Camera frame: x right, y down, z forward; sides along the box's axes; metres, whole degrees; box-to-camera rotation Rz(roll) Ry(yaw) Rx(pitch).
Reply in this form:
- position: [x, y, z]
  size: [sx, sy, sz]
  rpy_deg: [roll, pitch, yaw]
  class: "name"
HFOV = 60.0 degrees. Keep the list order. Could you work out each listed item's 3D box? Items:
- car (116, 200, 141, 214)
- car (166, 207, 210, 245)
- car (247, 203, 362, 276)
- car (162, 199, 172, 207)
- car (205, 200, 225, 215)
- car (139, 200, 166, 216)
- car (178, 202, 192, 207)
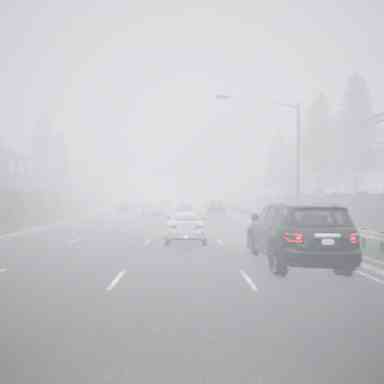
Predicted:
- position: [-7.943, 1.860, 40.480]
  size: [2.033, 1.411, 5.357]
  rpy_deg: [1, -1, -1]
  class: "car"
- position: [-0.301, 1.680, 16.395]
  size: [1.812, 1.442, 4.674]
  rpy_deg: [1, 0, -1]
  class: "car"
- position: [3.325, 1.358, 10.958]
  size: [2.150, 2.045, 5.566]
  rpy_deg: [1, -1, -1]
  class: "car"
- position: [-4.834, 2.028, 62.372]
  size: [1.882, 1.535, 5.008]
  rpy_deg: [1, -1, -1]
  class: "car"
- position: [2.687, 1.753, 39.290]
  size: [2.097, 1.767, 4.553]
  rpy_deg: [1, -1, -1]
  class: "car"
- position: [-4.245, 1.907, 36.109]
  size: [1.895, 1.301, 4.718]
  rpy_deg: [1, -1, -1]
  class: "car"
- position: [-0.927, 2.016, 44.257]
  size: [1.895, 1.301, 4.718]
  rpy_deg: [1, -1, -1]
  class: "car"
